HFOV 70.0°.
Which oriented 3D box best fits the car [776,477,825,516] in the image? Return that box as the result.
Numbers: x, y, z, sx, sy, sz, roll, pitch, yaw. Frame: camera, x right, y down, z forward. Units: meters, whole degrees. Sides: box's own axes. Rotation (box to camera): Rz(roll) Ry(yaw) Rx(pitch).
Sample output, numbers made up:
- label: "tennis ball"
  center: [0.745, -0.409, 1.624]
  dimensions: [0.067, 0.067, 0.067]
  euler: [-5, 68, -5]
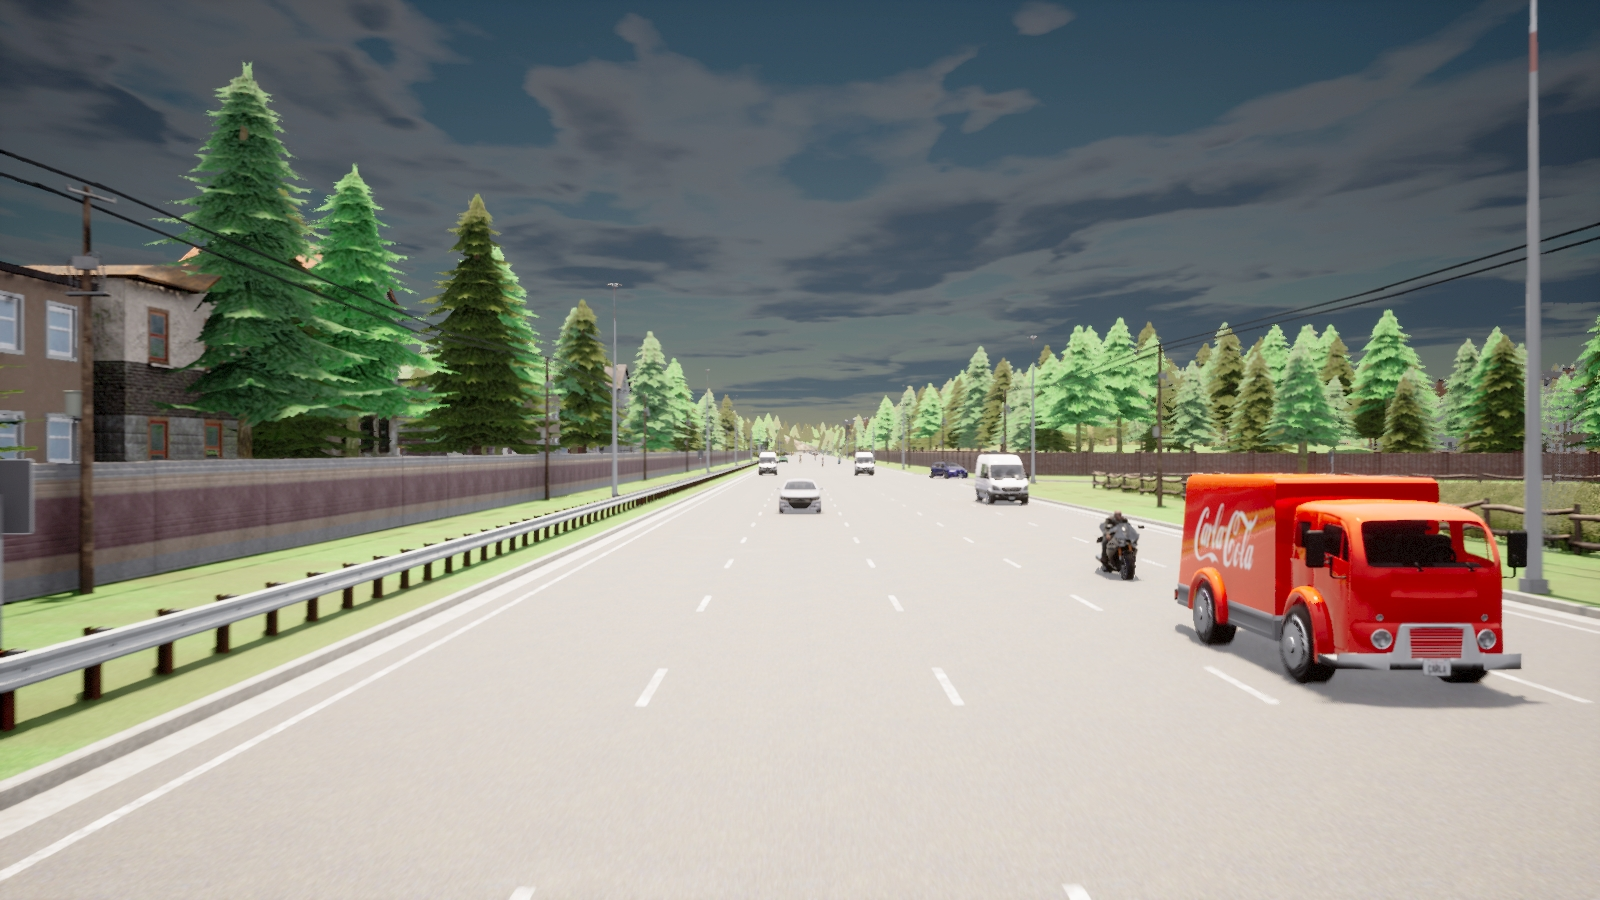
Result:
- label: "car"
  center: [0.005, 2.033, 51.286]
  dimensions: [2.097, 1.535, 5.006]
  euler: [0, 0, 0]

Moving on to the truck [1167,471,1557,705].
- label: "truck"
  center: [7.010, 1.568, 15.161]
  dimensions: [2.627, 2.467, 5.204]
  euler: [0, 0, 0]

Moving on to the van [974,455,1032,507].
- label: "van"
  center: [10.501, 1.533, 59.604]
  dimensions: [1.988, 2.561, 5.915]
  euler: [0, 0, 0]

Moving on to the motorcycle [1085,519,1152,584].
- label: "motorcycle"
  center: [7.001, 2.205, 25.207]
  dimensions: [0.867, 1.251, 2.209]
  euler: [0, 0, 0]
